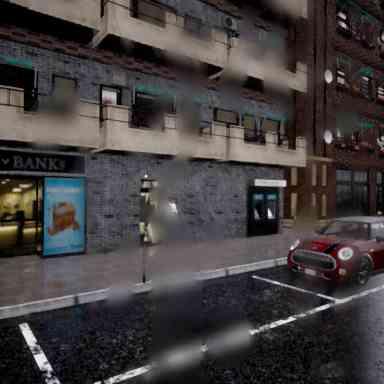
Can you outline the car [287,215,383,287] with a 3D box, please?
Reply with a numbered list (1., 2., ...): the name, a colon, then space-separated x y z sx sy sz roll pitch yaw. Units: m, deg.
1. car: 4.530 1.442 9.327 4.097 1.590 1.967 0 1 -36
